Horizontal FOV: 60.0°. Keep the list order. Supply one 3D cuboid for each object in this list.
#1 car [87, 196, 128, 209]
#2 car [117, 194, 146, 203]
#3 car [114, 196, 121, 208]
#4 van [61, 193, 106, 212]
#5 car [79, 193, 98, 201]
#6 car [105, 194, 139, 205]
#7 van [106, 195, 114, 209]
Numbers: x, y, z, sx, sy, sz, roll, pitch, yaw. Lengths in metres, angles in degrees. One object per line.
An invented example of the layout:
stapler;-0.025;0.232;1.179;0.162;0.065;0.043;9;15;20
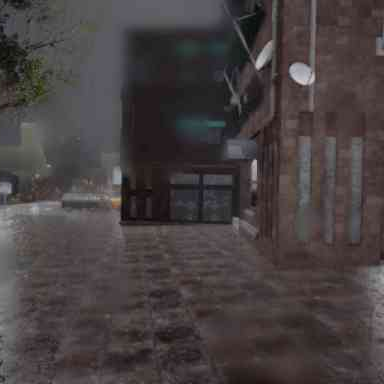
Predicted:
car;-11.889;1.439;46.690;5.366;1.575;1.946;2;1;-17
car;-11.227;1.224;61.626;4.892;1.521;2.231;2;1;-17
car;-12.207;1.450;43.635;5.008;1.535;2.097;2;1;-17
van;-12.388;1.239;37.687;4.442;1.987;1.878;2;0;-17
car;-20.203;1.008;65.088;1.812;1.442;4.674;1;1;4
car;-11.751;1.303;55.581;5.366;1.575;1.946;2;1;-17
van;-12.241;1.234;40.684;4.442;1.987;1.878;2;0;-17
